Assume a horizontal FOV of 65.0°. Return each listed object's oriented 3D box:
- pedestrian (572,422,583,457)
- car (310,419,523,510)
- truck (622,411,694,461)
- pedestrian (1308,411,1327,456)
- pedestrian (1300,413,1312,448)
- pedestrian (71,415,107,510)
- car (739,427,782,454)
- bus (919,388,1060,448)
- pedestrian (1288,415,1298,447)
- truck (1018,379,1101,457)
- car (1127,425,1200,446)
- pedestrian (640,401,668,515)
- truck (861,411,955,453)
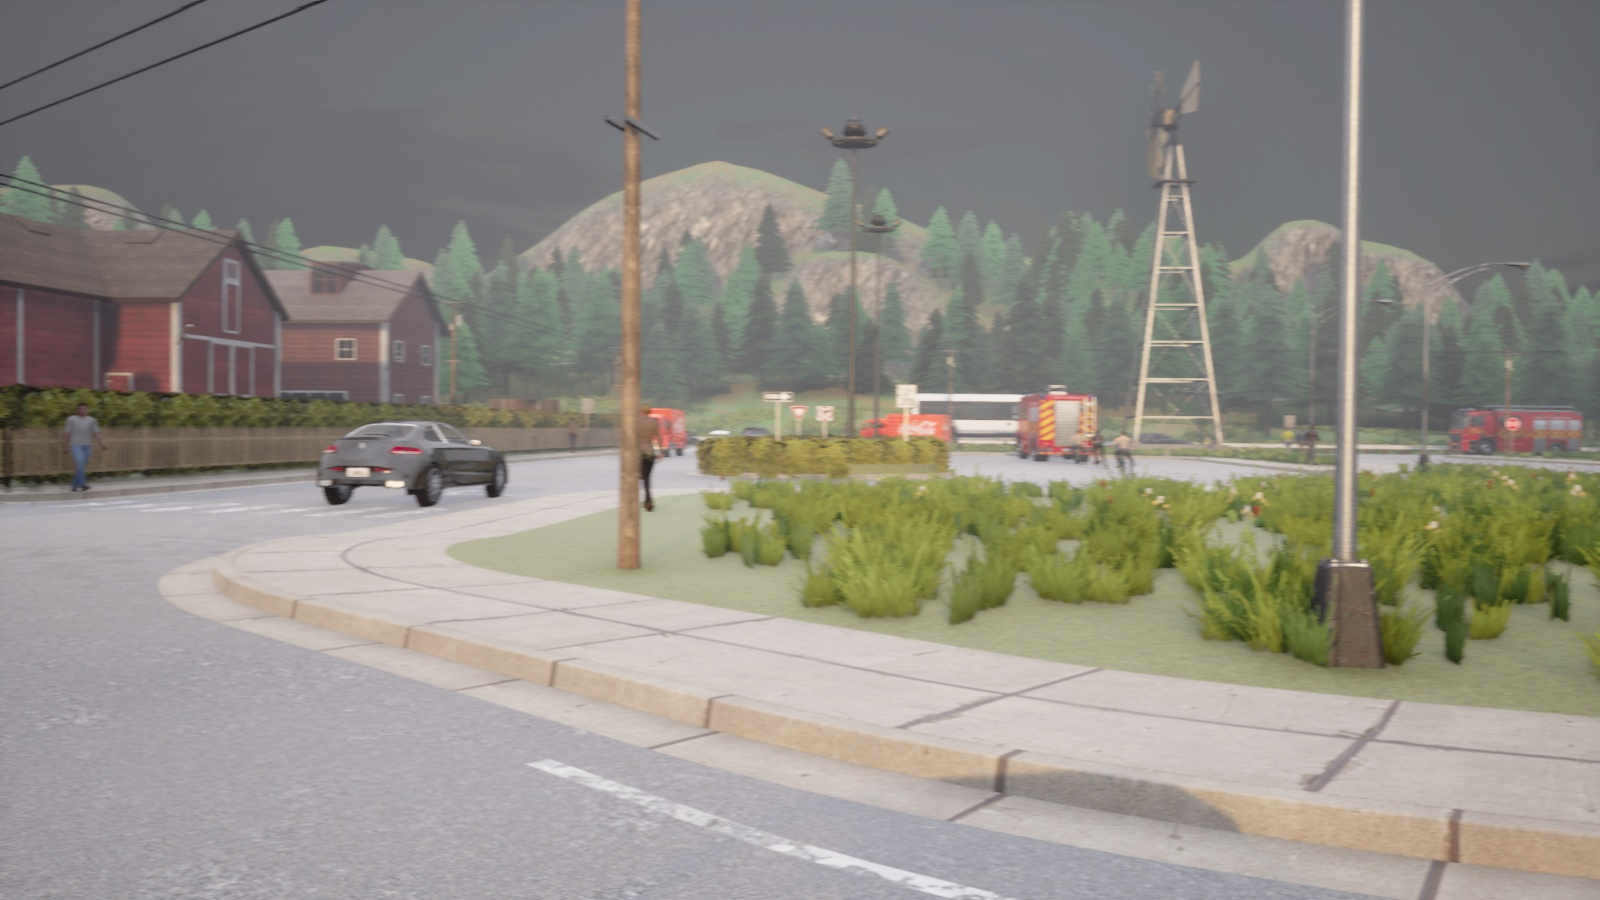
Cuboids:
[{"bbox_3d":[-11.346,-0.532,63.998,0.328,1.805,0.869,-1,1,5],"label":"pedestrian"},{"bbox_3d":[-7.568,0.225,25.429,2.152,1.651,5.027,0,1,8],"label":"car"},{"bbox_3d":[-7.272,-0.732,64.790,2.627,2.467,5.204,-1,1,6],"label":"truck"},{"bbox_3d":[22.403,-0.720,54.398,0.402,1.930,0.666,-1,1,-20],"label":"pedestrian"},{"bbox_3d":[28.418,-1.074,70.563,0.423,1.949,0.788,-1,1,5],"label":"pedestrian"},{"bbox_3d":[-13.920,0.240,24.592,0.706,1.836,0.354,0,1,39],"label":"pedestrian"},{"bbox_3d":[-2.422,-0.606,78.419,2.033,1.649,4.856,-1,1,6],"label":"car"},{"bbox_3d":[14.166,-2.373,94.578,10.273,4.253,3.944,-1,1,6],"label":"bus"},{"bbox_3d":[27.915,-1.078,71.096,0.354,1.836,0.706,0,1,10],"label":"pedestrian"},{"bbox_3d":[13.488,-1.653,65.938,2.891,3.827,8.468,-1,1,2],"label":"truck"},{"bbox_3d":[26.967,-1.107,93.286,4.892,1.490,1.837,-1,1,6],"label":"car"},{"bbox_3d":[-2.423,0.127,20.819,0.331,1.846,0.634,-1,1,-18],"label":"pedestrian"},{"bbox_3d":[6.527,-1.071,75.711,5.204,2.467,2.627,0,1,19],"label":"truck"}]
